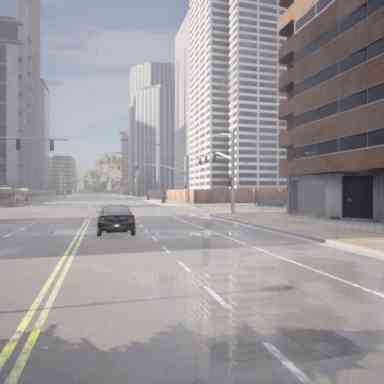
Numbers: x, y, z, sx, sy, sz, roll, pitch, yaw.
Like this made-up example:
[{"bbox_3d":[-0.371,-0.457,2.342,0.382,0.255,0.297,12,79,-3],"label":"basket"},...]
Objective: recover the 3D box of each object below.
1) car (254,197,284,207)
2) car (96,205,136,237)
[{"bbox_3d":[10.913,1.450,46.997,4.181,1.385,1.994,0,0,-15],"label":"car"},{"bbox_3d":[-4.157,1.432,18.103,1.882,1.535,5.008,0,0,-14],"label":"car"}]
